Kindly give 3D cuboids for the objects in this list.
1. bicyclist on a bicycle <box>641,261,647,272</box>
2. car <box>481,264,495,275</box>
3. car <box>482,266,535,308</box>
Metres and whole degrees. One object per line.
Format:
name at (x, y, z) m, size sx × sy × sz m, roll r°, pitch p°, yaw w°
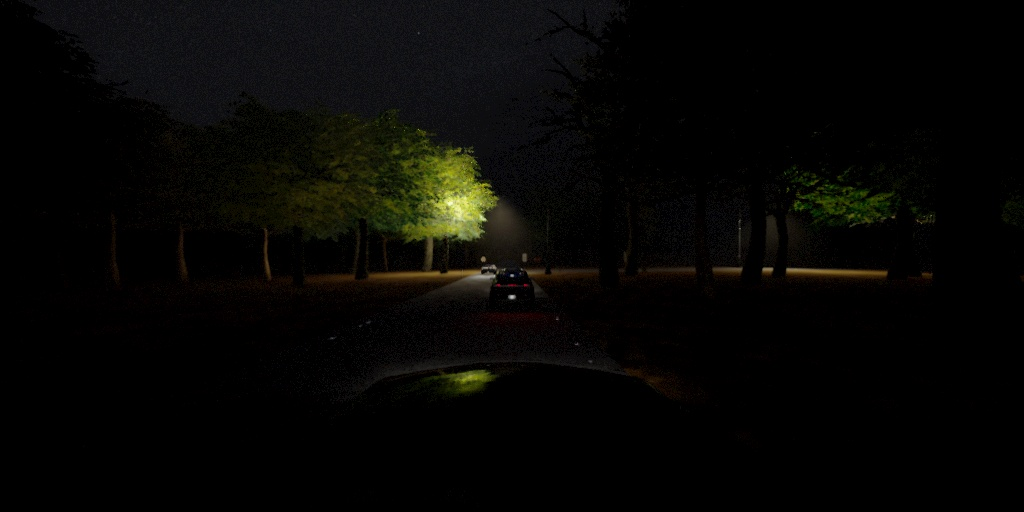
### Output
bicyclist on a bicycle at (18.558, 1.476, 50.559) m, size 0.582 × 1.620 × 1.656 m, roll -1°, pitch -1°, yaw 0°
car at (-2.989, 1.747, 47.012) m, size 1.895 × 1.301 × 4.718 m, roll 0°, pitch 0°, yaw 0°
car at (0.009, 1.379, 16.178) m, size 2.128 × 1.511 × 4.902 m, roll 0°, pitch 0°, yaw 0°
